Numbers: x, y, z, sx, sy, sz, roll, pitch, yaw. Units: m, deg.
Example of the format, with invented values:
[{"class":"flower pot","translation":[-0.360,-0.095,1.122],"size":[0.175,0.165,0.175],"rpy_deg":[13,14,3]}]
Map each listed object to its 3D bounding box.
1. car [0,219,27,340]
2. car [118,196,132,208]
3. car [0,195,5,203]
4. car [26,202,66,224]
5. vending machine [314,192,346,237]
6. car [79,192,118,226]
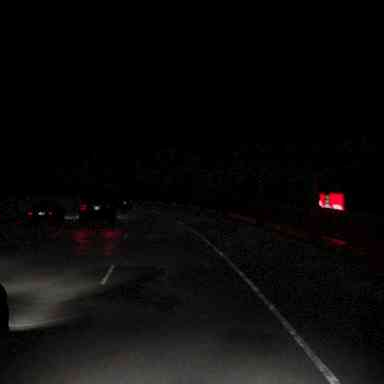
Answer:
[{"class":"car","translation":[-3.648,1.333,2.971],"size":[2.097,1.767,4.553],"rpy_deg":[0,1,-2]},{"class":"car","translation":[-8.640,1.219,40.715],"size":[1.994,1.385,4.181],"rpy_deg":[0,1,-23]},{"class":"car","translation":[-29.386,1.127,49.887],"size":[1.837,1.490,4.892],"rpy_deg":[0,1,-33]},{"class":"car","translation":[-9.950,1.365,22.942],"size":[2.033,1.411,5.357],"rpy_deg":[0,1,-14]},{"class":"vending machine","translation":[6.610,1.036,15.941],"size":[1.100,2.100,0.880],"rpy_deg":[0,1,-9]},{"class":"car","translation":[-6.215,1.036,22.254],"size":[2.150,2.045,5.566],"rpy_deg":[0,1,-13]}]
